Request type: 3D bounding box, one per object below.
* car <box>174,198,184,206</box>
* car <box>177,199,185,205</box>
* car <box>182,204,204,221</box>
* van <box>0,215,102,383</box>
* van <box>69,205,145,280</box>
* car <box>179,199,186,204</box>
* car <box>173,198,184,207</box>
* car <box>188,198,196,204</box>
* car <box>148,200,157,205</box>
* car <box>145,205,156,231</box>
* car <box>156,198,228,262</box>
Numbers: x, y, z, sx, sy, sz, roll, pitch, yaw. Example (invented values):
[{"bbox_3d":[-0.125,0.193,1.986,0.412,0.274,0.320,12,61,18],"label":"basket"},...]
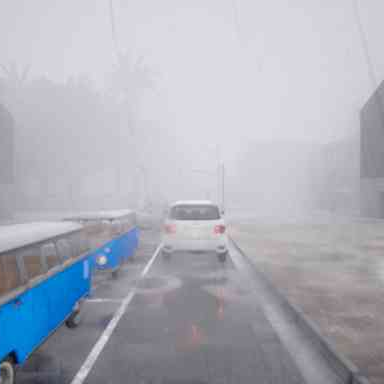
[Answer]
[{"bbox_3d":[-2.636,2.142,70.159,1.967,1.590,4.097,0,-1,0],"label":"car"},{"bbox_3d":[-2.637,2.435,81.534,1.802,1.307,4.206,0,-1,0],"label":"car"},{"bbox_3d":[0.098,1.857,30.450,1.895,1.301,4.718,0,-1,0],"label":"car"},{"bbox_3d":[-2.638,1.379,4.470,1.690,1.788,3.998,0,0,0],"label":"van"},{"bbox_3d":[-2.638,1.423,9.934,1.690,1.788,3.998,0,0,0],"label":"van"},{"bbox_3d":[-2.637,2.565,92.910,2.008,1.369,4.403,0,-1,0],"label":"car"},{"bbox_3d":[-2.637,2.070,64.471,1.967,1.590,4.097,0,-1,0],"label":"car"},{"bbox_3d":[0.006,2.220,83.582,1.812,1.442,4.674,0,-1,0],"label":"car"},{"bbox_3d":[-2.637,1.534,26.325,2.192,1.841,5.009,0,-1,0],"label":"car"},{"bbox_3d":[-2.637,1.722,20.860,2.008,1.369,4.403,0,0,0],"label":"car"},{"bbox_3d":[0.092,1.326,12.739,2.150,2.045,5.566,0,0,0],"label":"car"}]
